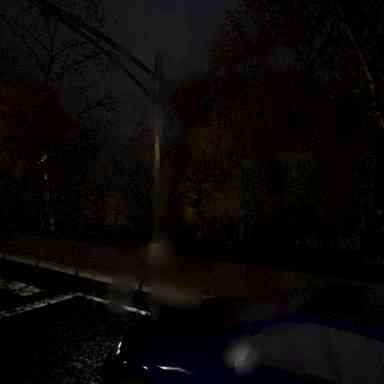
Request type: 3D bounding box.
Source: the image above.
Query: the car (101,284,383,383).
[{"bbox_3d":[1.146,1.564,2.865,4.181,1.385,1.994,0,0,35],"label":"car"}]
